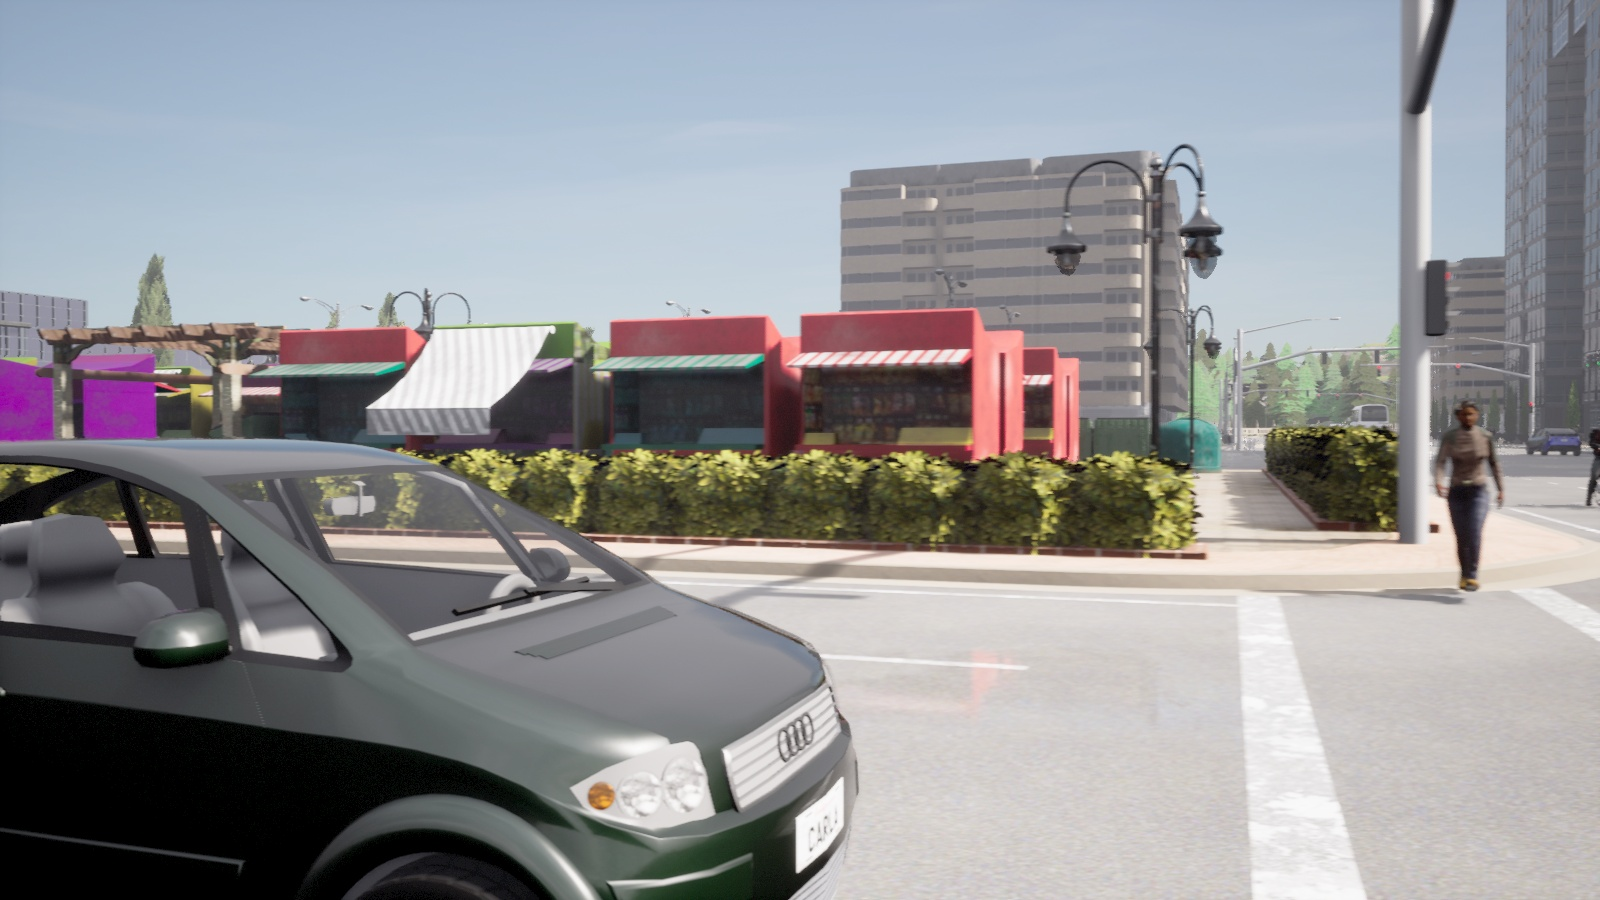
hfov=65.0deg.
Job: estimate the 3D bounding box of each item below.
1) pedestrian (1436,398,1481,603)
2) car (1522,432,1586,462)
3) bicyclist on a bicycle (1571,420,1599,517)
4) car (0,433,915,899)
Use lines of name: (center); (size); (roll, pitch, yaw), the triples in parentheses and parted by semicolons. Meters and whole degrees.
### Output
pedestrian: (6.049, 0.436, 11.518); (0.328, 1.805, 0.869); (1, 1, 29)
car: (40.752, -0.189, 68.001); (2.007, 1.525, 4.514); (1, 1, 18)
bicyclist on a bicycle: (15.125, 0.331, 23.609); (0.659, 1.776, 1.843); (1, 1, 18)
car: (-1.679, 0.733, 3.758); (3.705, 1.549, 1.789); (1, 1, 19)
